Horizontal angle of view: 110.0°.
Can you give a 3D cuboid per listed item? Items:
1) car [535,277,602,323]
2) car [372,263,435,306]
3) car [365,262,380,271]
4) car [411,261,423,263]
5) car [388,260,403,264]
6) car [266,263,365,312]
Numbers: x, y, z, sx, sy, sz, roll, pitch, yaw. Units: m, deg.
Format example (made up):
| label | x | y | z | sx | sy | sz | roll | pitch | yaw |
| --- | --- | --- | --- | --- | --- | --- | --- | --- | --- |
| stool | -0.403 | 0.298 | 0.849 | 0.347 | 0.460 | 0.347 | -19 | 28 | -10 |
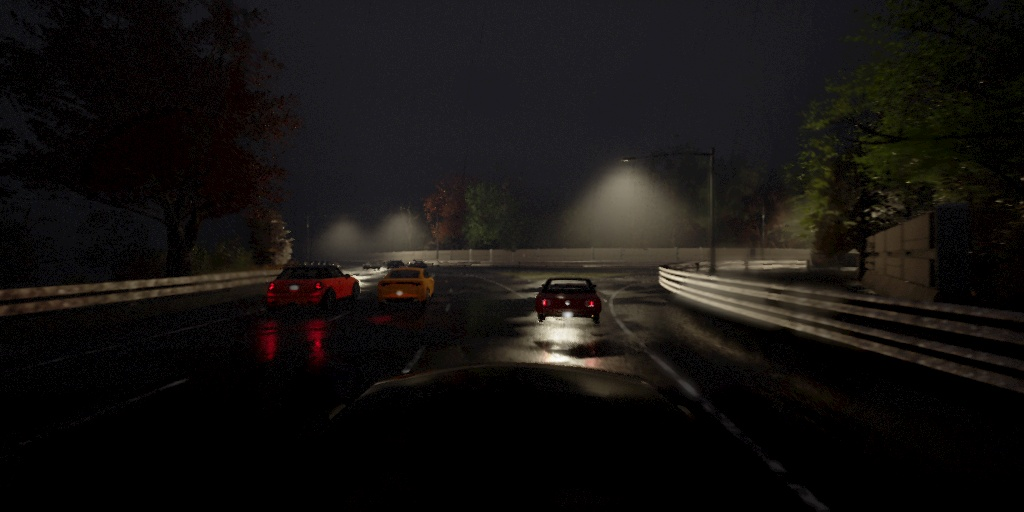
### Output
| label | x | y | z | sx | sy | sz | roll | pitch | yaw |
| --- | --- | --- | --- | --- | --- | --- | --- | --- | --- |
| car | 1.954 | 1.356 | 12.251 | 1.895 | 1.301 | 4.718 | 0 | 0 | 10 |
| car | -4.572 | 1.262 | 16.040 | 1.882 | 1.535 | 5.008 | 0 | 0 | -7 |
| car | -21.196 | 1.495 | 54.166 | 1.895 | 1.301 | 4.718 | 0 | 0 | -33 |
| car | -15.119 | 1.439 | 57.643 | 1.994 | 1.385 | 4.181 | 0 | 0 | -33 |
| car | -18.150 | 1.389 | 55.892 | 1.837 | 1.490 | 4.892 | 0 | 0 | -33 |
| car | -7.952 | 1.148 | 14.807 | 2.097 | 1.767 | 4.553 | 0 | 0 | -7 |
